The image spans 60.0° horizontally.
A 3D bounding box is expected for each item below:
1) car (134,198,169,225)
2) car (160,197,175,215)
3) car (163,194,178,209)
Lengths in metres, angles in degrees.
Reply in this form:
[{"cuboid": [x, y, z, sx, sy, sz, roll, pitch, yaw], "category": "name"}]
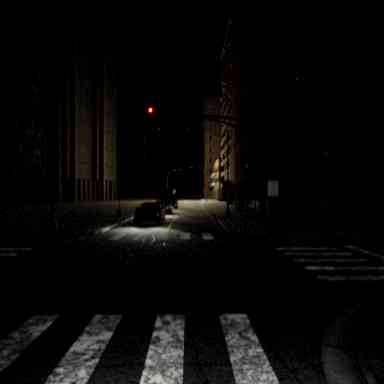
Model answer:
[{"cuboid": [-3.064, 1.485, 24.649, 1.882, 1.535, 5.008, 0, 0, 0], "category": "car"}, {"cuboid": [-3.051, 1.535, 34.612, 1.812, 1.442, 4.674, 0, 0, 0], "category": "car"}, {"cuboid": [-3.021, 1.233, 45.323, 2.150, 2.045, 5.566, 0, 0, 1], "category": "car"}]
